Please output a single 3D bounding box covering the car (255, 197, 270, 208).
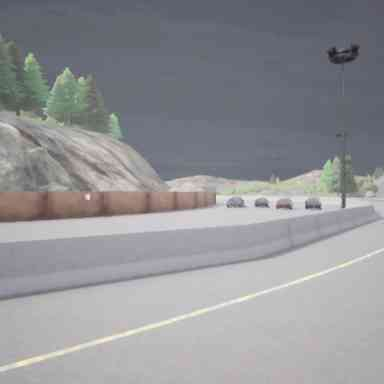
[{"bbox_3d":[10.317,1.525,48.673,1.882,1.535,5.008,0,0,16],"label":"car"}]

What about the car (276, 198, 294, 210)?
[{"bbox_3d":[12.128,1.508,43.294,1.882,1.535,5.008,0,0,20],"label":"car"}]

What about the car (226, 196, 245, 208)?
[{"bbox_3d":[6.324,1.413,47.809,2.097,1.767,4.553,0,0,18],"label":"car"}]

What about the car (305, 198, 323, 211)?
[{"bbox_3d":[15.398,1.493,42.069,1.882,1.535,5.008,0,0,21],"label":"car"}]
